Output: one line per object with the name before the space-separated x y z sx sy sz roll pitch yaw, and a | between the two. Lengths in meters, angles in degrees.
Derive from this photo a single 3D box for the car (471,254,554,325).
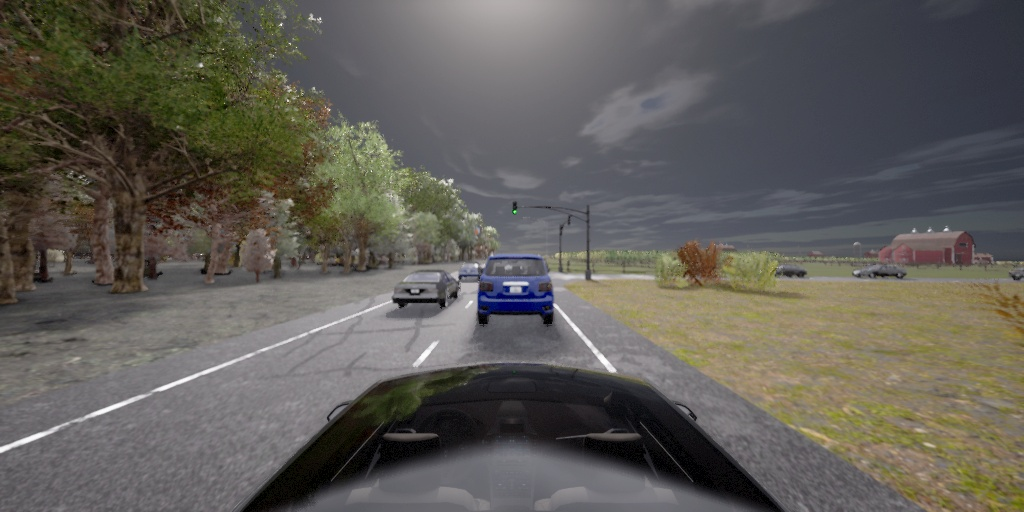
car | 0.099 0.959 11.879 2.150 2.045 5.566 0 0 0

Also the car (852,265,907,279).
car | 39.771 1.682 38.887 4.902 1.511 2.128 1 -1 0

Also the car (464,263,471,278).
car | -3.414 1.264 30.755 2.033 1.411 5.357 0 0 0

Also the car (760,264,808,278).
car | 29.370 1.603 38.935 4.674 1.442 1.812 1 -1 0

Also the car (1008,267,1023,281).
car | 52.056 1.760 35.205 4.902 1.511 2.128 1 -1 0

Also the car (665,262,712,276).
car | 19.097 1.442 38.982 5.008 1.535 1.882 1 -1 0

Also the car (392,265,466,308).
car | -3.404 1.282 15.120 2.033 1.411 5.357 0 0 0
